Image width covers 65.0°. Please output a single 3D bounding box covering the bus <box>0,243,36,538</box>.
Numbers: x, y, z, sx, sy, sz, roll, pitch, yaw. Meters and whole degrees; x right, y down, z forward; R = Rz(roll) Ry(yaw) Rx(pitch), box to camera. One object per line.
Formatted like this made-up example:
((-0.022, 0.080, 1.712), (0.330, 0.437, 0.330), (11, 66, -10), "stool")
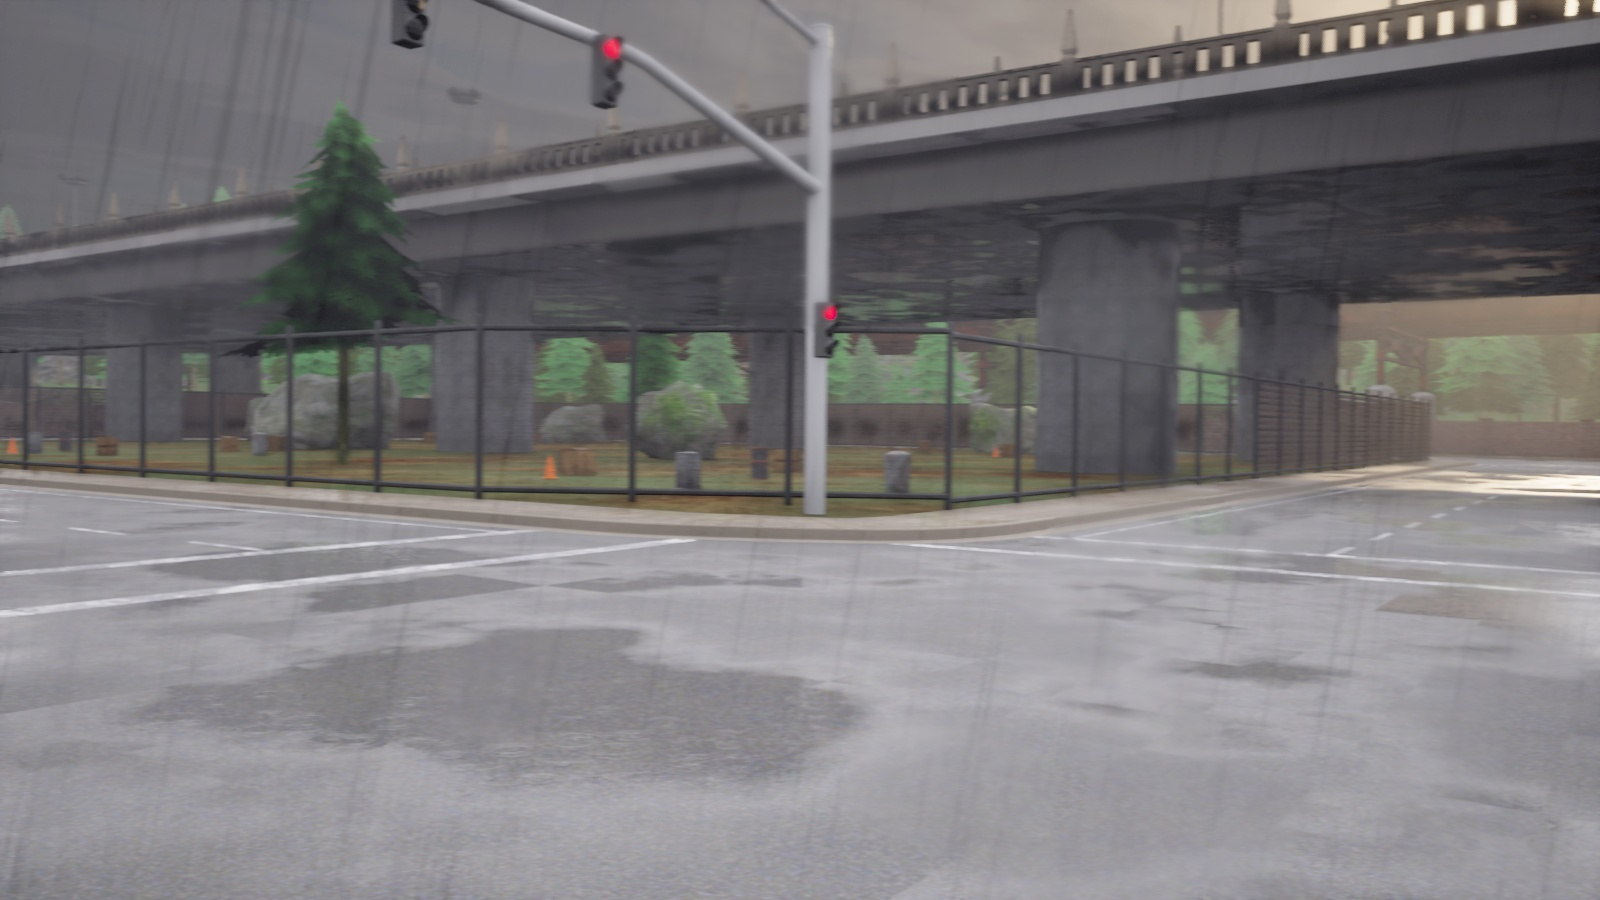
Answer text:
((-16.615, -0.842, 19.772), (10.273, 4.253, 3.944), (0, 1, 35), "bus")
